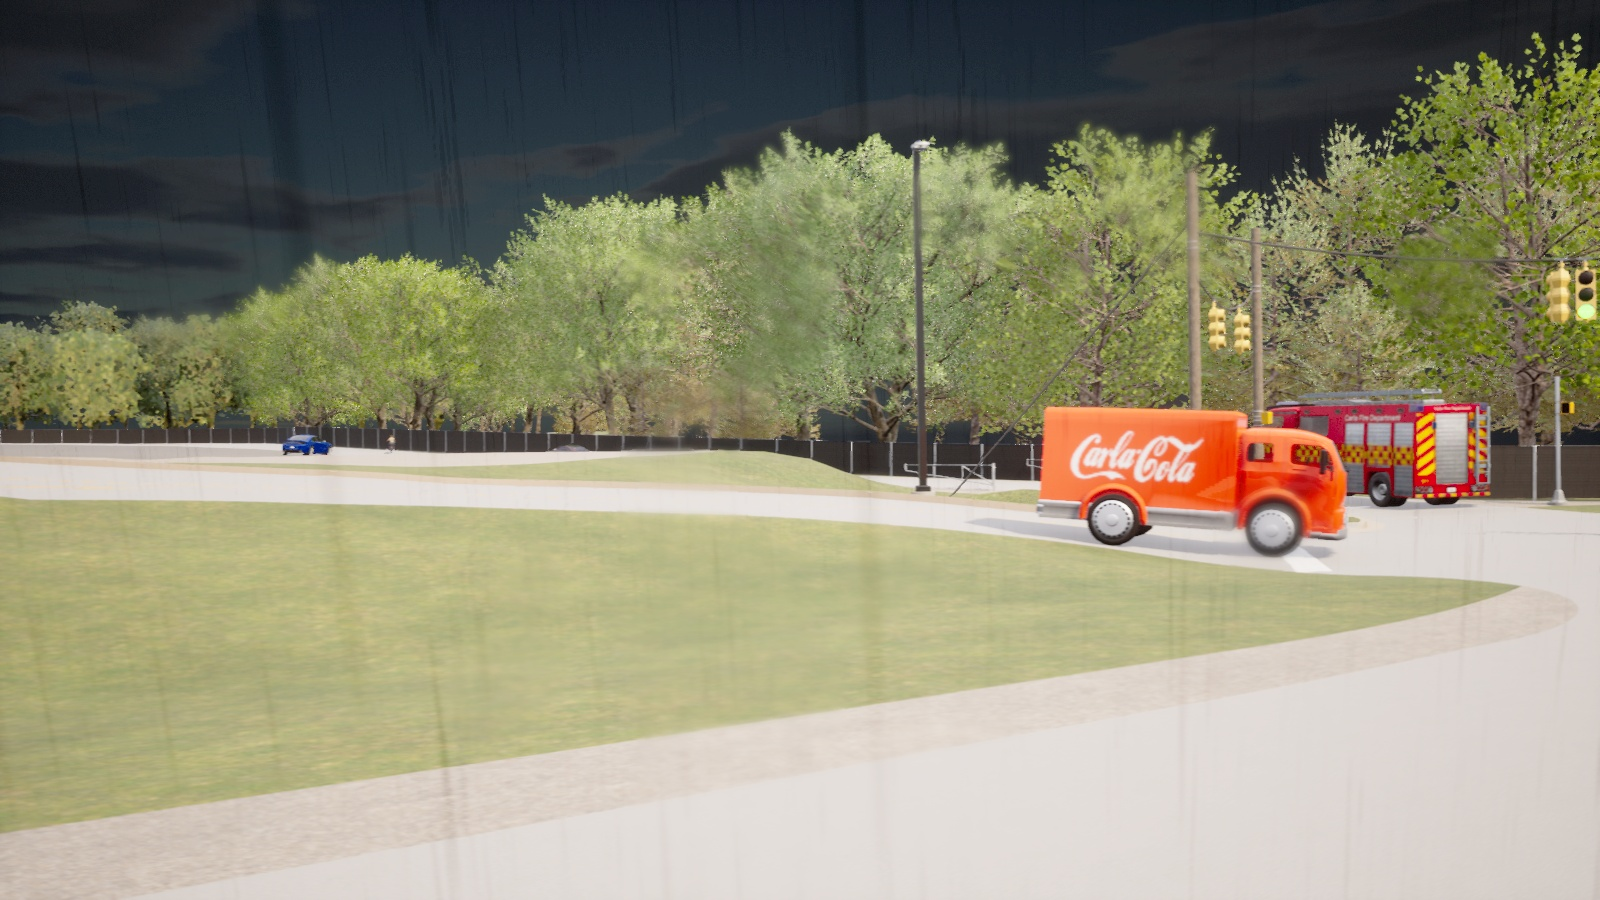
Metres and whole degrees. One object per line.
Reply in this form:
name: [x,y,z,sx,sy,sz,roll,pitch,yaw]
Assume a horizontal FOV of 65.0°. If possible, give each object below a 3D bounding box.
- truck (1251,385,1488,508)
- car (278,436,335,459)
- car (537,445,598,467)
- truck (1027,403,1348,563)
truck: [19.540,-0.198,43.883,2.891,3.827,8.468,-2,1,-14]
car: [-35.271,-0.182,89.821,1.882,1.535,5.008,2,0,3]
car: [-16.111,0.399,87.044,4.181,1.385,1.994,2,3,42]
truck: [7.047,0.475,22.797,5.204,2.467,2.627,3,2,24]
